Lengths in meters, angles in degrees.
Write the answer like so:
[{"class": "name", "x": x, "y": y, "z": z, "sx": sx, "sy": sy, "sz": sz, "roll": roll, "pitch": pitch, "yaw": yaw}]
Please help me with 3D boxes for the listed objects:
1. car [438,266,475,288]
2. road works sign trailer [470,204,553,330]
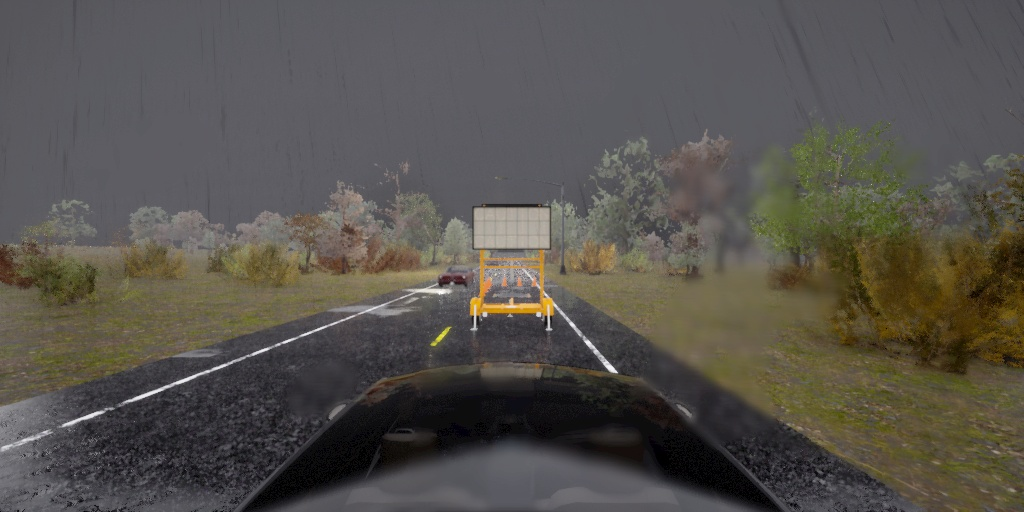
[{"class": "car", "x": -3.608, "y": 1.349, "z": 23.769, "sx": 1.895, "sy": 1.301, "sz": 4.718, "roll": 0, "pitch": 0, "yaw": 0}, {"class": "road works sign trailer", "x": -0.003, "y": 0.213, "z": 11.055, "sx": 2.380, "sy": 3.560, "sz": 2.880, "roll": 0, "pitch": 0, "yaw": 0}]
